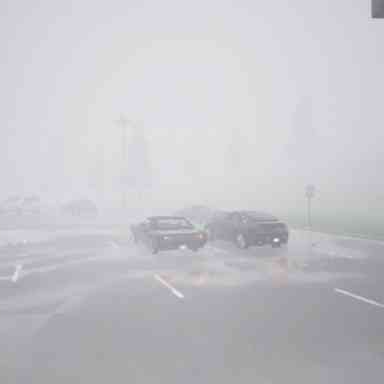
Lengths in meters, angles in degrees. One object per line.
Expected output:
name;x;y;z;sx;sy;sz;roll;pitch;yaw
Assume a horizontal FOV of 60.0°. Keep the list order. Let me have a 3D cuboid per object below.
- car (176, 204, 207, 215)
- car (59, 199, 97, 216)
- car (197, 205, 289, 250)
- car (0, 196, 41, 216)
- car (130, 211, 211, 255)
car;0.529;1.639;25.501;2.033;1.411;5.357;0;0;-33
car;-11.763;1.500;34.190;4.553;1.767;2.097;0;0;42
car;2.207;1.555;14.826;1.837;1.490;4.892;0;0;-24
car;-18.211;1.389;35.056;5.566;2.045;2.150;0;-1;34
car;-1.195;1.653;13.781;1.895;1.301;4.718;0;0;-23
